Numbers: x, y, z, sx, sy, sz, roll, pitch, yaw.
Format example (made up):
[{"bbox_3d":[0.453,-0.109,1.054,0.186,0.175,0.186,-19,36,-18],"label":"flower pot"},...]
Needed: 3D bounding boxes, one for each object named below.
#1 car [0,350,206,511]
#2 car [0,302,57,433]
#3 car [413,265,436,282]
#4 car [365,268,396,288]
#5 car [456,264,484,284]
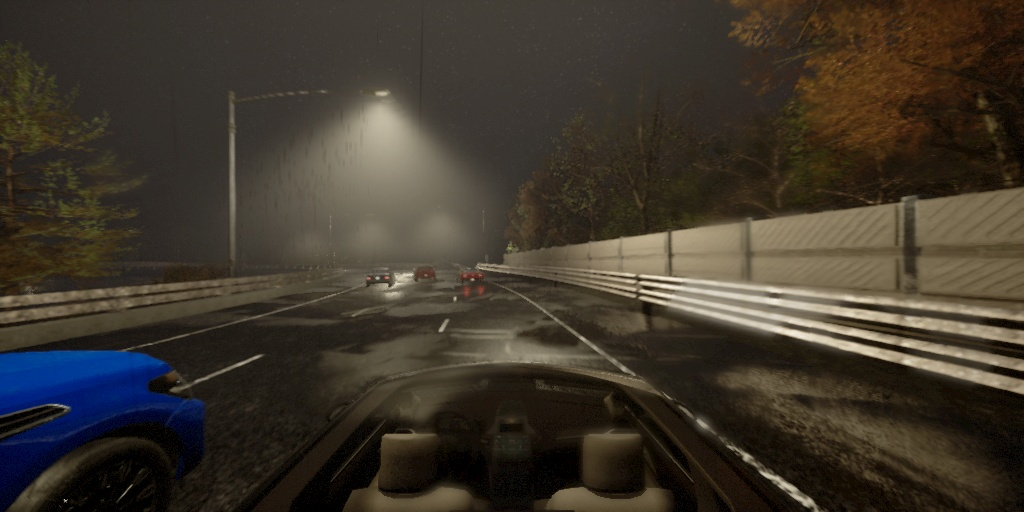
[{"bbox_3d":[-3.496,1.007,0.390,2.150,2.045,5.566,-1,0,1],"label":"car"},{"bbox_3d":[-7.005,1.353,2.341,1.837,1.490,4.892,-1,0,0],"label":"car"},{"bbox_3d":[-8.459,1.608,34.662,1.882,1.535,5.008,-1,-1,-17],"label":"car"},{"bbox_3d":[-10.128,1.645,27.858,2.033,1.411,5.357,-1,0,-14],"label":"car"},{"bbox_3d":[-3.691,1.637,30.855,1.895,1.301,4.718,-1,0,-14],"label":"car"}]
